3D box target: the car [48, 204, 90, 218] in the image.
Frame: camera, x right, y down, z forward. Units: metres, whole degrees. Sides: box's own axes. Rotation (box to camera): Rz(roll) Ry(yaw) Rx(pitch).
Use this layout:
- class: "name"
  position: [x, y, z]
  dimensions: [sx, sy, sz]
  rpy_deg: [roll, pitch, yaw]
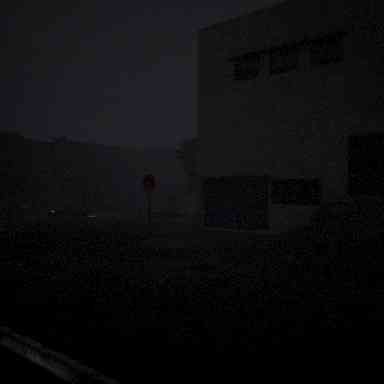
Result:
- class: "car"
  position: [-12.400, 1.893, 33.851]
  dimensions: [1.994, 1.385, 4.181]
  rpy_deg: [1, -1, 30]

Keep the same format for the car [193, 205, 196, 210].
- class: "car"
  position: [2.173, 2.682, 60.764]
  dimensions: [1.895, 1.301, 4.718]
  rpy_deg: [1, 0, 36]
